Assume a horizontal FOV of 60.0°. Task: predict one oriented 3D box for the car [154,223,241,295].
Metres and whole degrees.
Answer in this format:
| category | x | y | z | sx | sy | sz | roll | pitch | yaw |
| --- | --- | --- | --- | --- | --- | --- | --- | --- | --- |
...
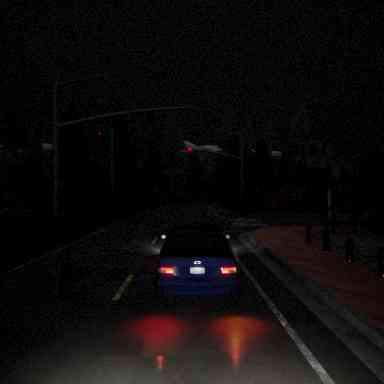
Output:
| category | x | y | z | sx | sy | sz | roll | pitch | yaw |
| --- | --- | --- | --- | --- | --- | --- | --- | --- | --- |
| car | 0.102 | 1.547 | 8.860 | 2.033 | 1.411 | 5.357 | 0 | 0 | 0 |
